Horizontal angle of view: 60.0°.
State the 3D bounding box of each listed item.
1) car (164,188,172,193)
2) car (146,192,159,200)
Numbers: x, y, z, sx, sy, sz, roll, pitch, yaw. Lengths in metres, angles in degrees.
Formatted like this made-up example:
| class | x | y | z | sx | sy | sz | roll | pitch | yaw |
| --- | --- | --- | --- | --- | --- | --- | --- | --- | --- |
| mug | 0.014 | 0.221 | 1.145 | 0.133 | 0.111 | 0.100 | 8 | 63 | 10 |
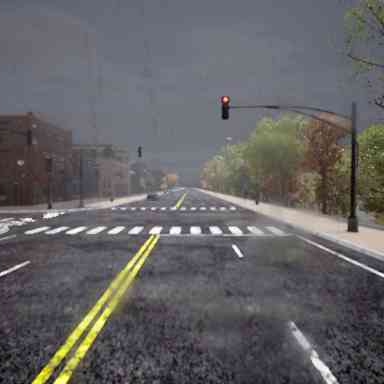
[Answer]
| class | x | y | z | sx | sy | sz | roll | pitch | yaw |
| --- | --- | --- | --- | --- | --- | --- | --- | --- | --- |
| car | -6.958 | -0.370 | 95.165 | 2.150 | 2.045 | 5.566 | 0 | 1 | 0 |
| car | -6.735 | 0.724 | 57.202 | 1.994 | 1.385 | 4.181 | 0 | 1 | 0 |
